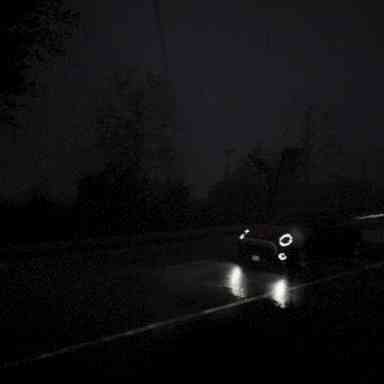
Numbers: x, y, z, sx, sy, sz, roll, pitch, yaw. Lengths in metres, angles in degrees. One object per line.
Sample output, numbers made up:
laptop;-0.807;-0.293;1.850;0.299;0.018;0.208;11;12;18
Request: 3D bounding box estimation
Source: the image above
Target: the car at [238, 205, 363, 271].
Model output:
car;3.656;1.337;11.029;4.553;1.767;2.097;0;0;-37
